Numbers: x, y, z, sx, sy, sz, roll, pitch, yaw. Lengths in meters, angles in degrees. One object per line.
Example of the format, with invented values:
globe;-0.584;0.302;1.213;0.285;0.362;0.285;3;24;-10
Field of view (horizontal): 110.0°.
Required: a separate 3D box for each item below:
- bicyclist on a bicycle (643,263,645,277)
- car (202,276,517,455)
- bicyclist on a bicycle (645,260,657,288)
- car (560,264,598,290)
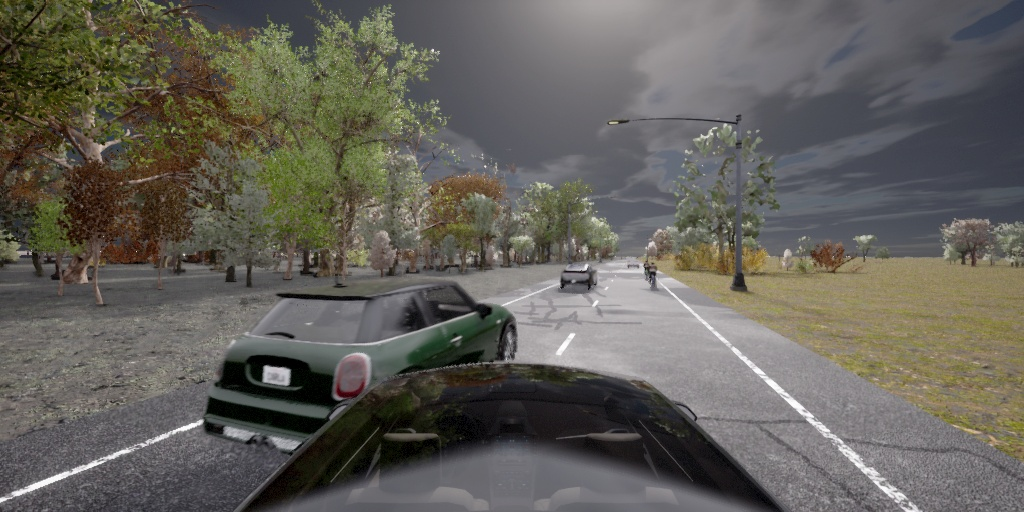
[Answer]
bicyclist on a bicycle;11.588;1.209;30.876;0.582;1.620;1.656;0;0;18
car;-1.468;1.103;5.267;2.097;1.767;4.553;0;0;18
bicyclist on a bicycle;8.781;1.207;22.380;0.582;1.620;1.656;0;0;18
car;4.298;1.245;22.728;2.128;1.511;4.902;0;0;18
